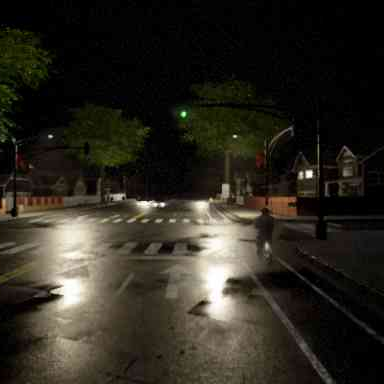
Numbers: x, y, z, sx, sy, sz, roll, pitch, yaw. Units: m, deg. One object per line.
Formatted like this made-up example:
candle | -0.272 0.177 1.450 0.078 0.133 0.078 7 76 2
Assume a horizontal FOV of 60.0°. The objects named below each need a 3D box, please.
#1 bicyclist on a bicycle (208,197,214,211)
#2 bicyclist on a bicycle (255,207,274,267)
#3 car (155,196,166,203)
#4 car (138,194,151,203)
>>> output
bicyclist on a bicycle | 2.270 1.387 39.535 0.866 1.612 1.509 0 0 0
bicyclist on a bicycle | 2.250 1.360 10.440 0.659 1.776 1.843 0 0 0
car | -6.497 1.552 67.884 1.895 1.301 4.718 0 0 0
car | -9.746 1.185 67.943 2.097 1.767 4.553 0 0 0
